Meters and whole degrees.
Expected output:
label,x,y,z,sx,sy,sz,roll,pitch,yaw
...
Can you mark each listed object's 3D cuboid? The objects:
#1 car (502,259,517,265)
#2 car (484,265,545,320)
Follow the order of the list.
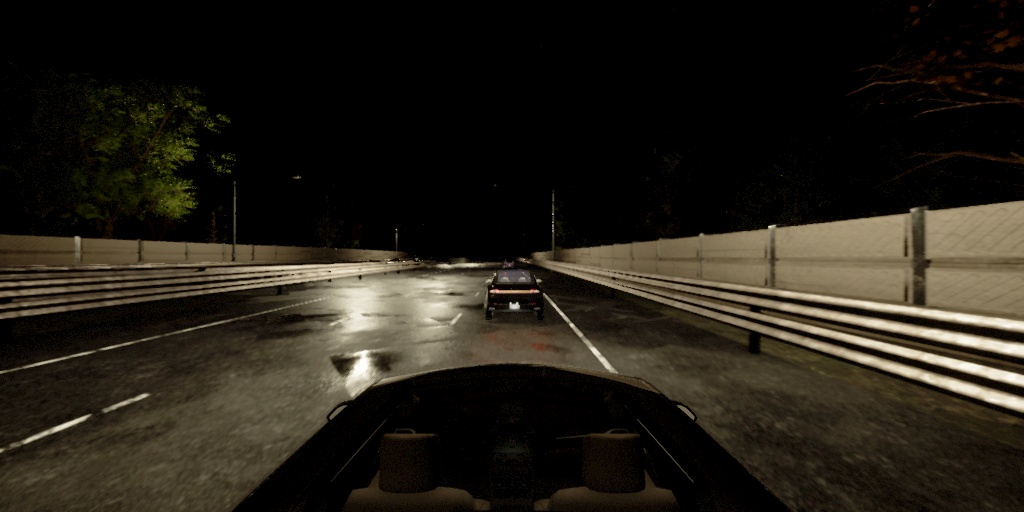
label,x,y,z,sx,sy,sz,roll,pitch,yaw
car,-0.323,1.197,45.471,2.033,1.649,4.856,0,0,-1
car,0.067,1.245,12.712,2.128,1.511,4.902,0,0,0
